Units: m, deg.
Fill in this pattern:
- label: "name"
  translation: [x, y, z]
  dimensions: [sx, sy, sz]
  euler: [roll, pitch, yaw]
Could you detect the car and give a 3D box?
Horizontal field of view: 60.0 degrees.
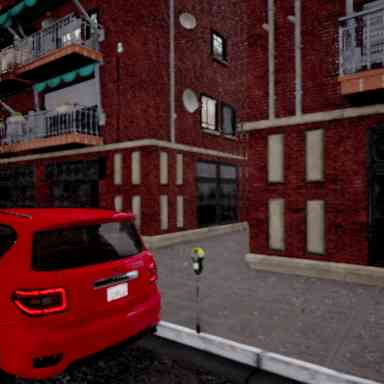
- label: "car"
  translation: [-3.041, 1.265, 5.400]
  dimensions: [5.566, 2.045, 2.150]
  euler: [0, 0, 35]
